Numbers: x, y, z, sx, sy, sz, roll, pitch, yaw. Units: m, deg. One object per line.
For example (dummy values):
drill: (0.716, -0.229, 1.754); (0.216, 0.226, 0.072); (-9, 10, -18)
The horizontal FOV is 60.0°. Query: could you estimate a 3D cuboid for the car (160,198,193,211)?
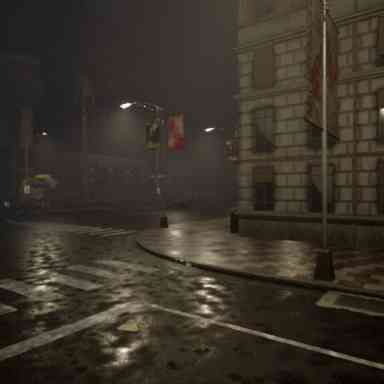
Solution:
car: (-1.800, 1.487, 40.047); (2.128, 1.511, 4.902); (0, 0, 37)
